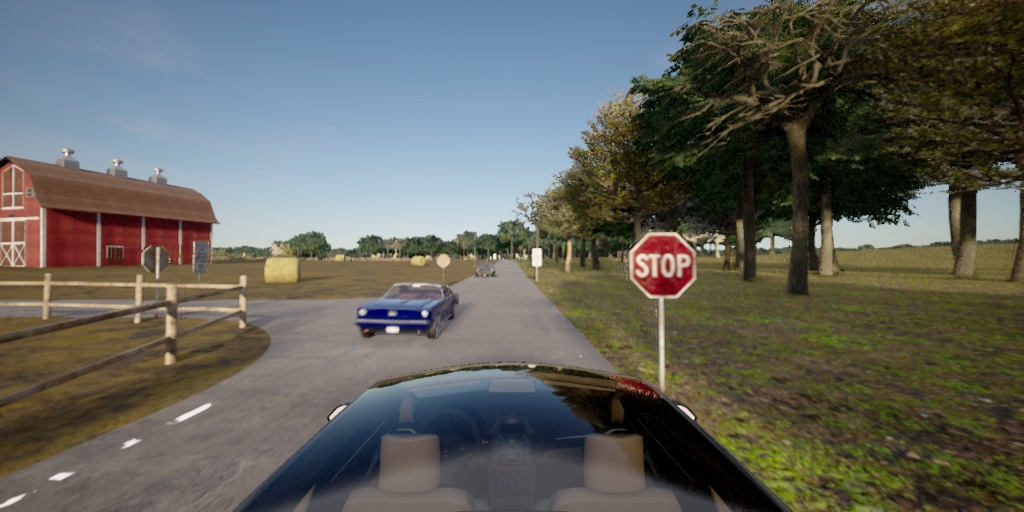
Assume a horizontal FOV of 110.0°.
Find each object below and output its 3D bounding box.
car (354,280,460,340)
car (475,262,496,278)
[{"bbox_3d":[-2.757,1.421,10.468,1.895,1.301,4.718,1,-1,0],"label":"car"},{"bbox_3d":[-2.834,1.461,39.276,2.097,1.767,4.553,0,0,0],"label":"car"}]
